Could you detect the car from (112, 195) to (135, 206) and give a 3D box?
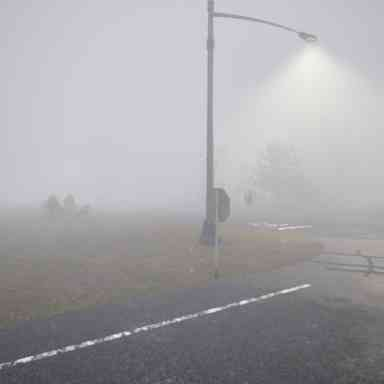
[{"bbox_3d":[-10.632,1.468,52.677,1.994,1.385,4.181,0,0,-33],"label":"car"}]

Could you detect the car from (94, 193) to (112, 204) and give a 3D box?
[{"bbox_3d":[-16.206,1.108,60.996,2.150,2.045,5.566,0,0,-34],"label":"car"}]
